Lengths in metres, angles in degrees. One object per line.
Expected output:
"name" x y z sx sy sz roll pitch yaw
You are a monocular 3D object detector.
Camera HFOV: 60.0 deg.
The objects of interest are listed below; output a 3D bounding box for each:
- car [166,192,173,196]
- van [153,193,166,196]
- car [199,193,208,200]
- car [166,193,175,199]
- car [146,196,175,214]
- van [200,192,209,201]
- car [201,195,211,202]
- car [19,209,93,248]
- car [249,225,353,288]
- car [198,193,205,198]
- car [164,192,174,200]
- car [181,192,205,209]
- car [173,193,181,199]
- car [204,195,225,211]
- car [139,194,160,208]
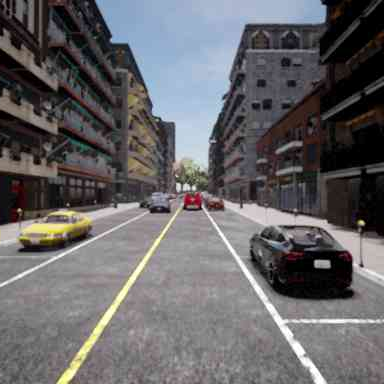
"car" -5.688 1.159 71.572 2.008 1.369 4.403 1 0 0
"van" -5.681 1.042 54.482 1.690 1.788 3.998 1 0 0
"car" 2.694 1.018 77.332 1.967 1.590 4.097 1 0 0
"car" -5.691 1.061 88.662 1.887 1.381 4.507 1 0 0
"car" -3.099 1.380 33.259 1.994 1.385 4.181 0 0 0
"van" 2.697 0.950 71.635 1.690 1.788 3.998 1 0 0
"car" 2.693 1.221 65.940 1.802 1.307 4.206 1 0 0
"car" -5.679 1.445 14.440 1.752 1.417 4.829 1 0 0
"car" 2.702 1.516 8.977 1.947 1.339 4.313 1 0 0
"car" 2.689 1.068 94.421 1.802 1.307 4.206 1 0 0
"car" -5.685 0.862 82.964 2.192 1.841 5.009 1 0 0
"car" 0.091 1.002 40.228 2.150 2.045 5.566 0 1 0
"car" -3.012 0.942 74.254 1.812 1.442 4.674 0 0 0
"car" 2.698 1.339 37.458 1.887 1.381 4.507 1 0 0
"car" -5.684 1.329 43.091 1.947 1.339 4.313 1 0 0
